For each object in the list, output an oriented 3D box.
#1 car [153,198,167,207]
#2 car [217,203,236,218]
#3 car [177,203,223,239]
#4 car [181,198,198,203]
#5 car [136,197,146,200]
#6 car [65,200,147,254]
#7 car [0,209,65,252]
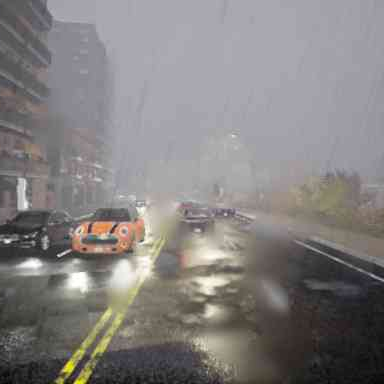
[{"bbox_3d":[-5.093,1.682,53.663,1.837,1.490,4.892,1,0,-4],"label":"car"},{"bbox_3d":[3.010,1.792,32.985,1.895,1.301,4.718,1,0,-3],"label":"car"},{"bbox_3d":[0.227,1.581,17.853,2.128,1.511,4.902,1,0,-1],"label":"car"},{"bbox_3d":[-0.585,1.738,38.903,1.994,1.385,4.181,1,0,-3],"label":"car"},{"bbox_3d":[-8.446,1.638,54.763,2.128,1.511,4.902,1,0,-5],"label":"car"},{"bbox_3d":[-3.176,1.380,13.566,2.097,1.767,4.553,1,0,0],"label":"car"},{"bbox_3d":[-6.429,1.495,13.999,1.837,1.490,4.892,1,0,-1],"label":"car"}]
